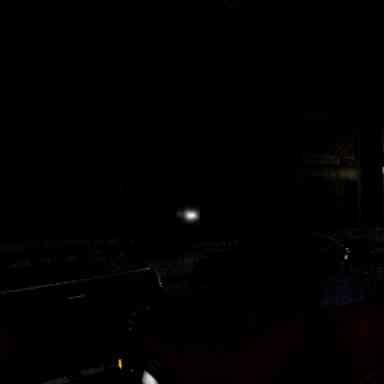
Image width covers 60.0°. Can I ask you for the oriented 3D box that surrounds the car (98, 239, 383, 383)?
[{"bbox_3d":[1.238,1.597,4.229,4.181,1.385,1.994,1,0,-35],"label":"car"}]

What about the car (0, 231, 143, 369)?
[{"bbox_3d":[-2.454,1.446,4.791,4.097,1.590,1.967,1,-1,-35],"label":"car"}]

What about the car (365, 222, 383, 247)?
[{"bbox_3d":[6.561,1.698,11.198,4.206,1.307,1.802,1,-1,-35],"label":"car"}]

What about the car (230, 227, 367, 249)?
[{"bbox_3d":[2.053,1.627,7.994,4.313,1.339,1.947,1,-1,-35],"label":"car"}]
